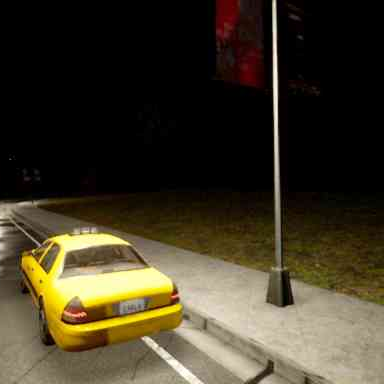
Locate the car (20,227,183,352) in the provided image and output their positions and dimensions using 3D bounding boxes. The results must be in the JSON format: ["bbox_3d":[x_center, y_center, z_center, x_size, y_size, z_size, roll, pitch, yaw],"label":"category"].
[{"bbox_3d":[-2.159,1.454,6.462,1.801,1.575,5.366,0,0,-33],"label":"car"}]
